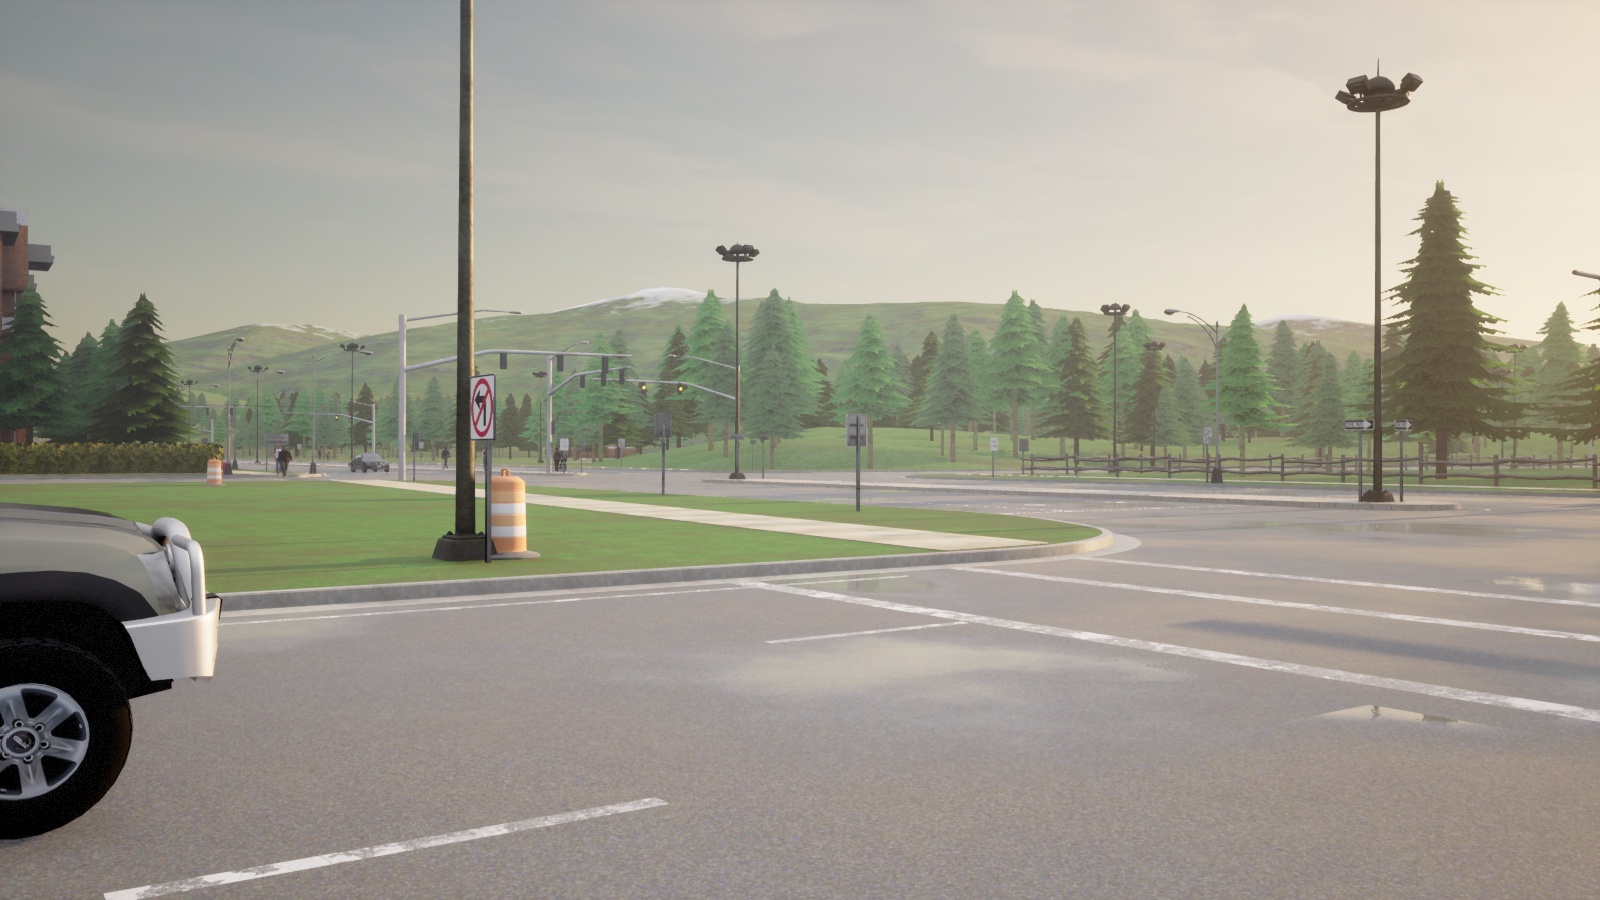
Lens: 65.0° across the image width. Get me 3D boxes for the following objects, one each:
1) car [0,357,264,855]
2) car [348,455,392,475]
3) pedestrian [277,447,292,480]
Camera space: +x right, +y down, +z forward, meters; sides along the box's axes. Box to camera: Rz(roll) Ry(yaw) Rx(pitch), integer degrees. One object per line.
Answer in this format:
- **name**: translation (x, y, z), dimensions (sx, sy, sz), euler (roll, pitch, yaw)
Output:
- **car**: translation (-4.662, 0.583, 4.678), dimensions (4.605, 1.855, 1.932), euler (0, 0, -35)
- **car**: translation (-31.644, 1.063, 92.293), dimensions (1.812, 1.442, 4.674), euler (0, 0, -35)
- **pedestrian**: translation (-29.064, 0.772, 70.767), dimensions (0.634, 1.844, 0.899), euler (0, 0, -31)
